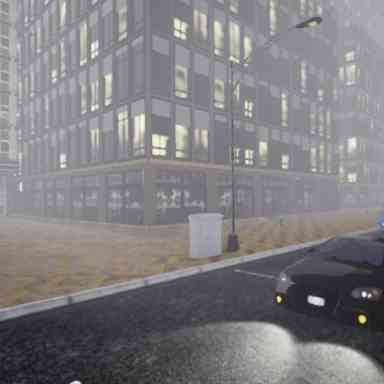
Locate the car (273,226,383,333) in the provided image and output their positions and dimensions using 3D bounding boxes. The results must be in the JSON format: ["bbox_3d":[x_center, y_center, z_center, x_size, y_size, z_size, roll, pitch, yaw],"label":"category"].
[{"bbox_3d":[3.498,1.635,6.949,4.181,1.385,1.994,0,-1,-44],"label":"car"}]

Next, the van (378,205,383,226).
[{"bbox_3d":[11.900,1.493,18.728,3.998,1.788,1.690,0,-1,-44],"label":"van"}]
